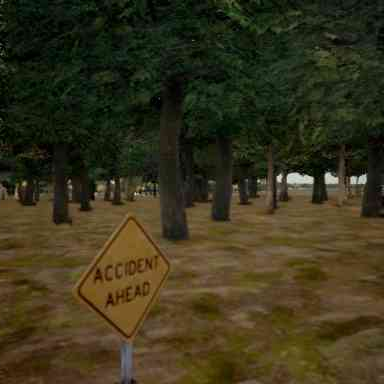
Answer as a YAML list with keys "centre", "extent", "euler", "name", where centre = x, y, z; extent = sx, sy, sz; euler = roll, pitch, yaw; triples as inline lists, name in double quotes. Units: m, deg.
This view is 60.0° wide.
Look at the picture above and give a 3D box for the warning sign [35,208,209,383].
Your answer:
- centre: [-0.649, 1.128, 3.328]
  extent: [1.060, 1.860, 1.300]
  euler: [1, 0, 37]
  name: "warning sign"
